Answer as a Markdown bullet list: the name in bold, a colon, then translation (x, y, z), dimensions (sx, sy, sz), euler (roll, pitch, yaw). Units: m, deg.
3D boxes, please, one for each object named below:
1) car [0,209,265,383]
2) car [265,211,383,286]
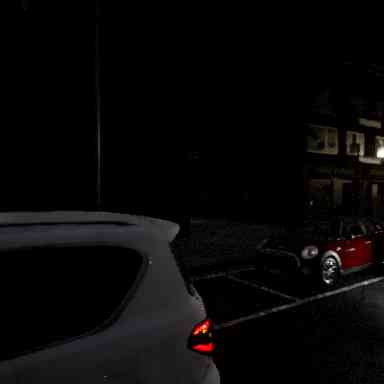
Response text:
- **car**: translation (-2.397, 1.181, 1.699), dimensions (5.566, 2.045, 2.150), euler (0, 1, -35)
- **car**: translation (3.607, 1.360, 9.026), dimensions (4.097, 1.590, 1.967), euler (0, 0, -35)
